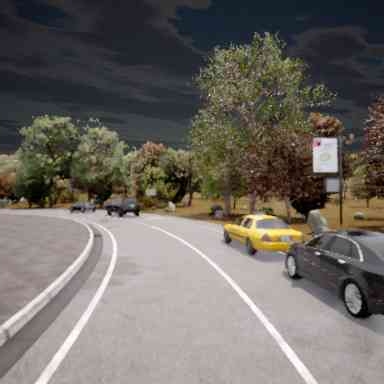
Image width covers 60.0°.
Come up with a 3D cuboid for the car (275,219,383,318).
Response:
[{"bbox_3d":[3.775,1.643,7.761,1.837,1.490,4.892,1,0,-6],"label":"car"}]

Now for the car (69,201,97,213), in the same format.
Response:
[{"bbox_3d":[-14.874,2.007,45.183,4.902,1.511,2.128,-2,1,43],"label":"car"}]

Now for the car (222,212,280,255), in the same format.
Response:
[{"bbox_3d":[2.748,1.614,14.139,1.801,1.575,5.366,0,0,-12],"label":"car"}]

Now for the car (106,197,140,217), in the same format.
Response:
[{"bbox_3d":[-7.460,1.551,35.786,2.150,2.045,5.566,-2,0,-33],"label":"car"}]
